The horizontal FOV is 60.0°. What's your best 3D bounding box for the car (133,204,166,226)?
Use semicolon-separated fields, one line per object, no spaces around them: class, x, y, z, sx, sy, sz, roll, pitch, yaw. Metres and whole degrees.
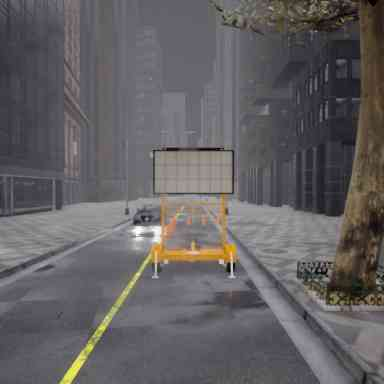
car;-2.930;1.580;23.604;1.994;1.385;4.181;0;0;0

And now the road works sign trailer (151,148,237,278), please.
road works sign trailer;0.045;0.465;10.091;2.380;3.560;2.880;0;0;0
